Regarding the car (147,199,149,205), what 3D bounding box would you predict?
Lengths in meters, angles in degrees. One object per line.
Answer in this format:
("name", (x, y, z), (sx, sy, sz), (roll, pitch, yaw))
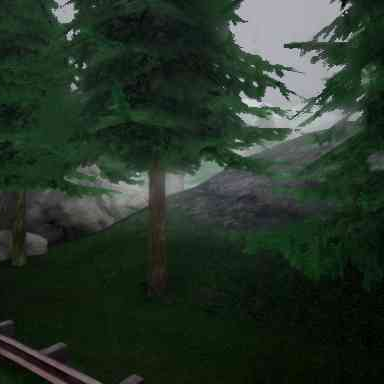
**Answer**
("car", (-6.135, 1.505, 38.549), (1.812, 1.442, 4.674), (0, 0, 37))
